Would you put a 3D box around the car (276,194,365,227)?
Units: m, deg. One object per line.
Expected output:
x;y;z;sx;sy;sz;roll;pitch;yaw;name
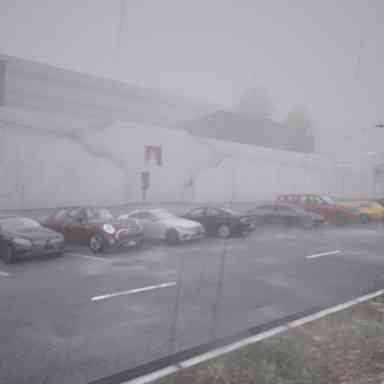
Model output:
8.202;1.148;22.358;5.566;2.045;2.435;-1;-1;35;car

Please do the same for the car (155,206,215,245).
-1.602;1.507;15.406;4.674;1.452;2.002;-1;-1;35;car

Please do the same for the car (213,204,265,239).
0.848;1.451;17.138;5.008;1.535;2.097;-1;0;35;car

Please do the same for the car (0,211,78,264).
-6.489;1.531;11.926;4.674;1.452;2.002;-1;-1;35;car

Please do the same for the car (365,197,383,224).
10.778;1.379;24.004;5.366;1.575;1.946;-1;-1;35;car

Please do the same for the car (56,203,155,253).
-4.072;1.354;13.683;4.553;1.767;2.185;-1;-1;35;car

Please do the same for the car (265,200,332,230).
5.760;1.444;20.613;4.792;1.488;2.163;-1;-1;35;car
